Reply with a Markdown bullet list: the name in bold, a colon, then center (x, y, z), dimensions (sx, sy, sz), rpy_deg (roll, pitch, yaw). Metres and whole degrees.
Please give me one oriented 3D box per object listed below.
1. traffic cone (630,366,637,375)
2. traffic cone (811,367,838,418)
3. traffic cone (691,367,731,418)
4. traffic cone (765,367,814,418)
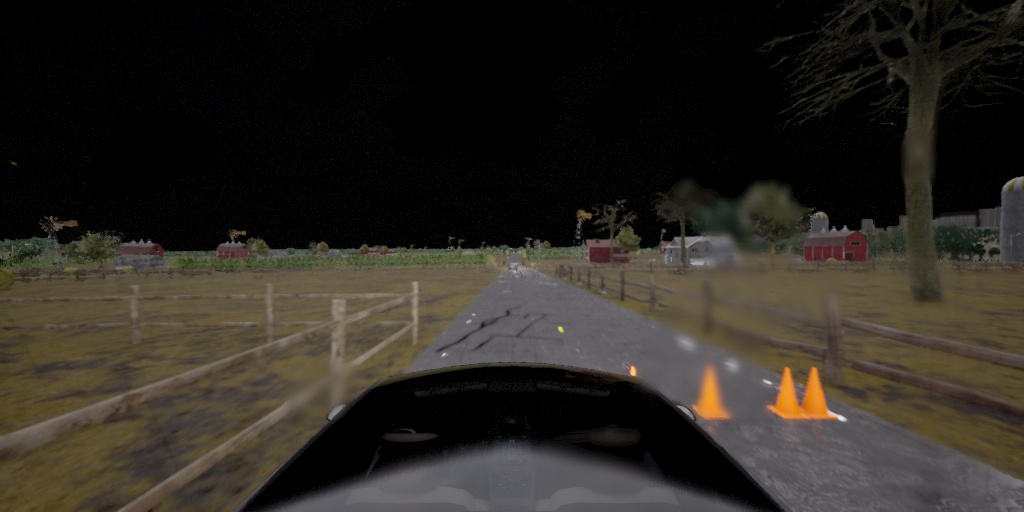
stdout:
- **traffic cone**: center (1.577, 1.736, 4.661), dimensions (0.340, 0.580, 0.340), rpy_deg (0, 0, 0)
- **traffic cone**: center (3.933, 1.746, 4.670), dimensions (0.340, 0.580, 0.340), rpy_deg (0, 0, -3)
- **traffic cone**: center (2.577, 1.740, 4.658), dimensions (0.340, 0.580, 0.340), rpy_deg (0, 0, 0)
- **traffic cone**: center (3.576, 1.745, 4.657), dimensions (0.340, 0.580, 0.340), rpy_deg (0, 0, 0)
